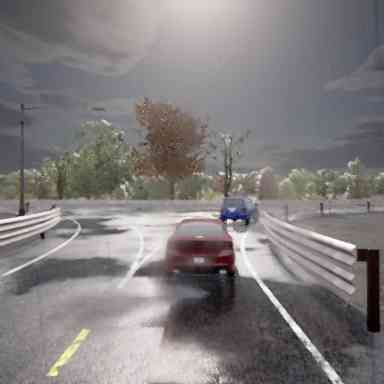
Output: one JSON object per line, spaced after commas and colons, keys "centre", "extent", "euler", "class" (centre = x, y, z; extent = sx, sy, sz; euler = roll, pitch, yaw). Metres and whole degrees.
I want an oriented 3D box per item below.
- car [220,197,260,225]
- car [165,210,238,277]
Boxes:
{"centre": [3.847, 1.440, 26.218], "extent": [2.150, 2.045, 5.566], "euler": [0, 0, 22], "class": "car"}
{"centre": [0.321, 1.567, 10.649], "extent": [1.882, 1.535, 5.008], "euler": [0, -1, 3], "class": "car"}
